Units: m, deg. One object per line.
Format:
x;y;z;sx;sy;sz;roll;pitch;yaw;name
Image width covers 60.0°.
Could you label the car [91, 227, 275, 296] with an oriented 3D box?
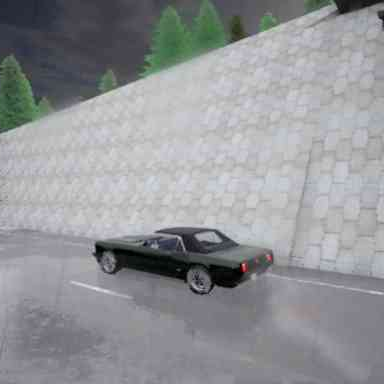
-0.439;1.564;8.606;4.718;1.301;1.895;0;0;36;car
